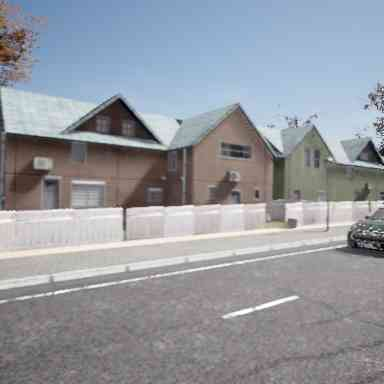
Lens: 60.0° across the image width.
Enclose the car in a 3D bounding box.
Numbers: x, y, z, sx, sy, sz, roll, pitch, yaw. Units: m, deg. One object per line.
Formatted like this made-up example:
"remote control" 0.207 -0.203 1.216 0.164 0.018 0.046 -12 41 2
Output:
"car" 8.290 1.368 13.388 4.553 1.767 2.097 0 0 -34
